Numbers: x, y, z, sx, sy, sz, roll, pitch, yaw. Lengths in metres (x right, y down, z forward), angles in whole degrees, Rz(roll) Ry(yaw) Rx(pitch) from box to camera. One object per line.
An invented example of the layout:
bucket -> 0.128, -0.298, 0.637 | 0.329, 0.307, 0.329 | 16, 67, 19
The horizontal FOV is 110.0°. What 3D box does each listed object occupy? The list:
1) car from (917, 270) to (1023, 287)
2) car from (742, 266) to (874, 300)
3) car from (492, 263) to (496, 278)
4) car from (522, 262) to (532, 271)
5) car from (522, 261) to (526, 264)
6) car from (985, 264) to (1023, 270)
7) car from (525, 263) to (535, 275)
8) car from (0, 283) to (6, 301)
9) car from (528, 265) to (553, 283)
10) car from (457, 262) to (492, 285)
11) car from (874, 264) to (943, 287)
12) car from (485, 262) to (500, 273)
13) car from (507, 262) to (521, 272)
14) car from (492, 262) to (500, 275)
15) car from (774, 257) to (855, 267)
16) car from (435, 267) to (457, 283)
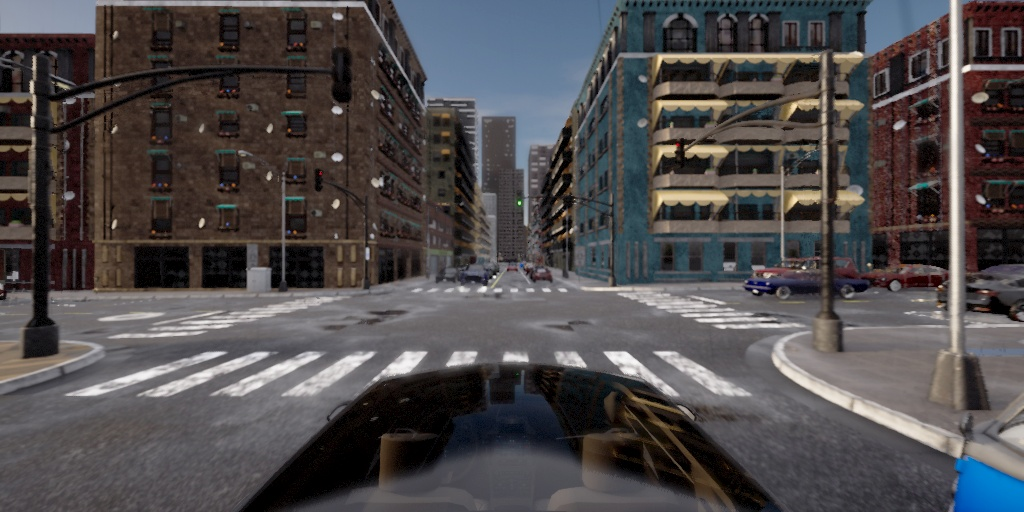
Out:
car -> 15.802, 1.210, 11.038 | 4.313, 1.339, 1.948 | 0, 0, 0
car -> 13.567, 1.303, 16.808 | 4.718, 1.301, 1.895 | -1, 0, -1
car -> -3.062, 1.767, 38.224 | 1.994, 1.385, 4.181 | 0, -1, 0
car -> 2.734, 1.882, 48.836 | 1.888, 1.381, 4.507 | 0, 0, 0
car -> 3.198, 1.995, 62.841 | 1.882, 1.535, 5.008 | 0, -1, 0
car -> 23.967, 1.099, 16.883 | 5.357, 1.411, 2.033 | -1, 0, 0
car -> 2.723, 1.762, 37.790 | 1.948, 1.339, 4.313 | 0, 0, 0
car -> -30.245, 1.792, 19.254 | 4.097, 1.591, 1.967 | 0, 0, 0
car -> 2.718, 1.709, 32.267 | 1.802, 1.307, 4.207 | 0, 0, 0
car -> -3.014, 1.445, 29.541 | 2.097, 1.767, 4.553 | 0, -1, -1
car -> 21.359, 1.146, 19.455 | 4.507, 1.381, 1.888 | 0, 0, 0
car -> -3.016, 1.798, 57.216 | 2.097, 1.767, 4.553 | 0, -1, 0
car -> 0.058, 2.083, 62.981 | 1.994, 1.385, 4.181 | 0, -1, 0
car -> -3.052, 1.668, 47.130 | 2.097, 1.767, 4.553 | 0, -1, 0
car -> 15.788, 0.997, 19.419 | 5.009, 1.841, 2.192 | 0, 0, 0
car -> -5.663, 1.694, 32.287 | 1.948, 1.339, 4.313 | 0, 0, 0
